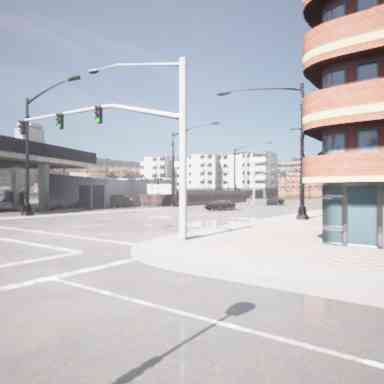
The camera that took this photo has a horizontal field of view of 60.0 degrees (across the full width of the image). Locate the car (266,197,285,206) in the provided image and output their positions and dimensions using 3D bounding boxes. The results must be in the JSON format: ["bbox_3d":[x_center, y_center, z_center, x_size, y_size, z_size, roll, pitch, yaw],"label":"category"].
[{"bbox_3d":[13.810,1.566,54.953,1.837,1.490,4.892,0,0,35],"label":"car"}]

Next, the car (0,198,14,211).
[{"bbox_3d":[-22.617,1.468,38.961,3.806,1.475,1.970,0,0,36],"label":"car"}]

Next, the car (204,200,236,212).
[{"bbox_3d":[3.376,1.607,39.962,1.895,1.301,4.718,0,0,35],"label":"car"}]
